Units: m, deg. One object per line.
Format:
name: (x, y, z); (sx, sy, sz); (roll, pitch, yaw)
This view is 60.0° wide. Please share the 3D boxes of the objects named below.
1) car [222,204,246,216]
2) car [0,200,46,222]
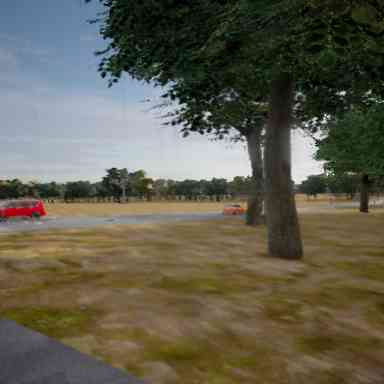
car: (6.417, 2.603, 50.008); (2.097, 1.767, 4.553); (0, -2, 36)
car: (-16.537, 1.751, 30.959); (2.150, 2.045, 5.566); (0, 0, 37)
